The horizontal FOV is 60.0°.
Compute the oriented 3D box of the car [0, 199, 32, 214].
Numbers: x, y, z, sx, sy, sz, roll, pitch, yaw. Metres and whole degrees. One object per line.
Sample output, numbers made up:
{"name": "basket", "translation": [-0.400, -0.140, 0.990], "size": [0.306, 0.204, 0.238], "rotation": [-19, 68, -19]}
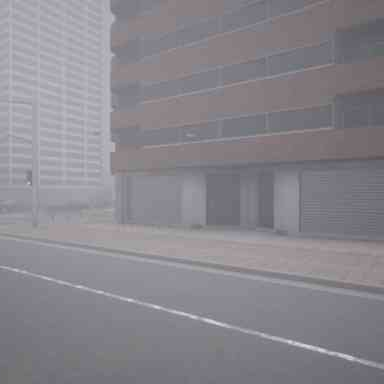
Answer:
{"name": "car", "translation": [-18.732, 1.488, 35.579], "size": [1.882, 1.535, 5.008], "rotation": [0, 0, 35]}

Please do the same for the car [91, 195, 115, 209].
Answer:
{"name": "car", "translation": [-12.779, 1.515, 44.135], "size": [1.837, 1.490, 4.892], "rotation": [0, 0, 35]}

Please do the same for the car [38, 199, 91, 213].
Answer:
{"name": "car", "translation": [-13.868, 1.610, 36.444], "size": [1.895, 1.301, 4.718], "rotation": [0, 0, 35]}
